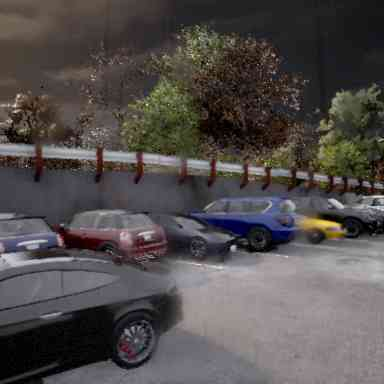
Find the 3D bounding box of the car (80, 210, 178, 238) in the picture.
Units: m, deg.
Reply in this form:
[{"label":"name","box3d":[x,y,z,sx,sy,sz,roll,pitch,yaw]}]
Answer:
[{"label":"car","box3d":[-3.031,1.361,10.820,4.553,1.767,2.185,-1,-1,34]}]

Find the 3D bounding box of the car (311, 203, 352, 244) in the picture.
[{"label":"car","box3d":[4.483,1.484,16.002,5.366,1.575,1.946,-1,-1,34]}]

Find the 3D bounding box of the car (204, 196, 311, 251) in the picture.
[{"label":"car","box3d":[1.841,1.238,14.367,5.566,2.045,2.435,-1,0,34]}]

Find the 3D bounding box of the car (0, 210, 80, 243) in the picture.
[{"label":"car","box3d":[-5.492,1.360,9.054,4.553,1.767,2.185,-1,-1,35]}]

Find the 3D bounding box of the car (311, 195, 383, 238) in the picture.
[{"label":"car","box3d":[6.810,1.239,17.840,5.566,2.045,2.435,-1,-1,35]}]

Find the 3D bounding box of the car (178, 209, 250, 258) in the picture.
[{"label":"car","box3d":[-0.567,1.517,12.574,4.792,1.488,2.163,-1,-1,35]}]

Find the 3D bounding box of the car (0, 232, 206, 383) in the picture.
[{"label":"car","box3d":[-2.267,1.526,4.202,4.674,1.442,1.812,0,0,-36]}]
